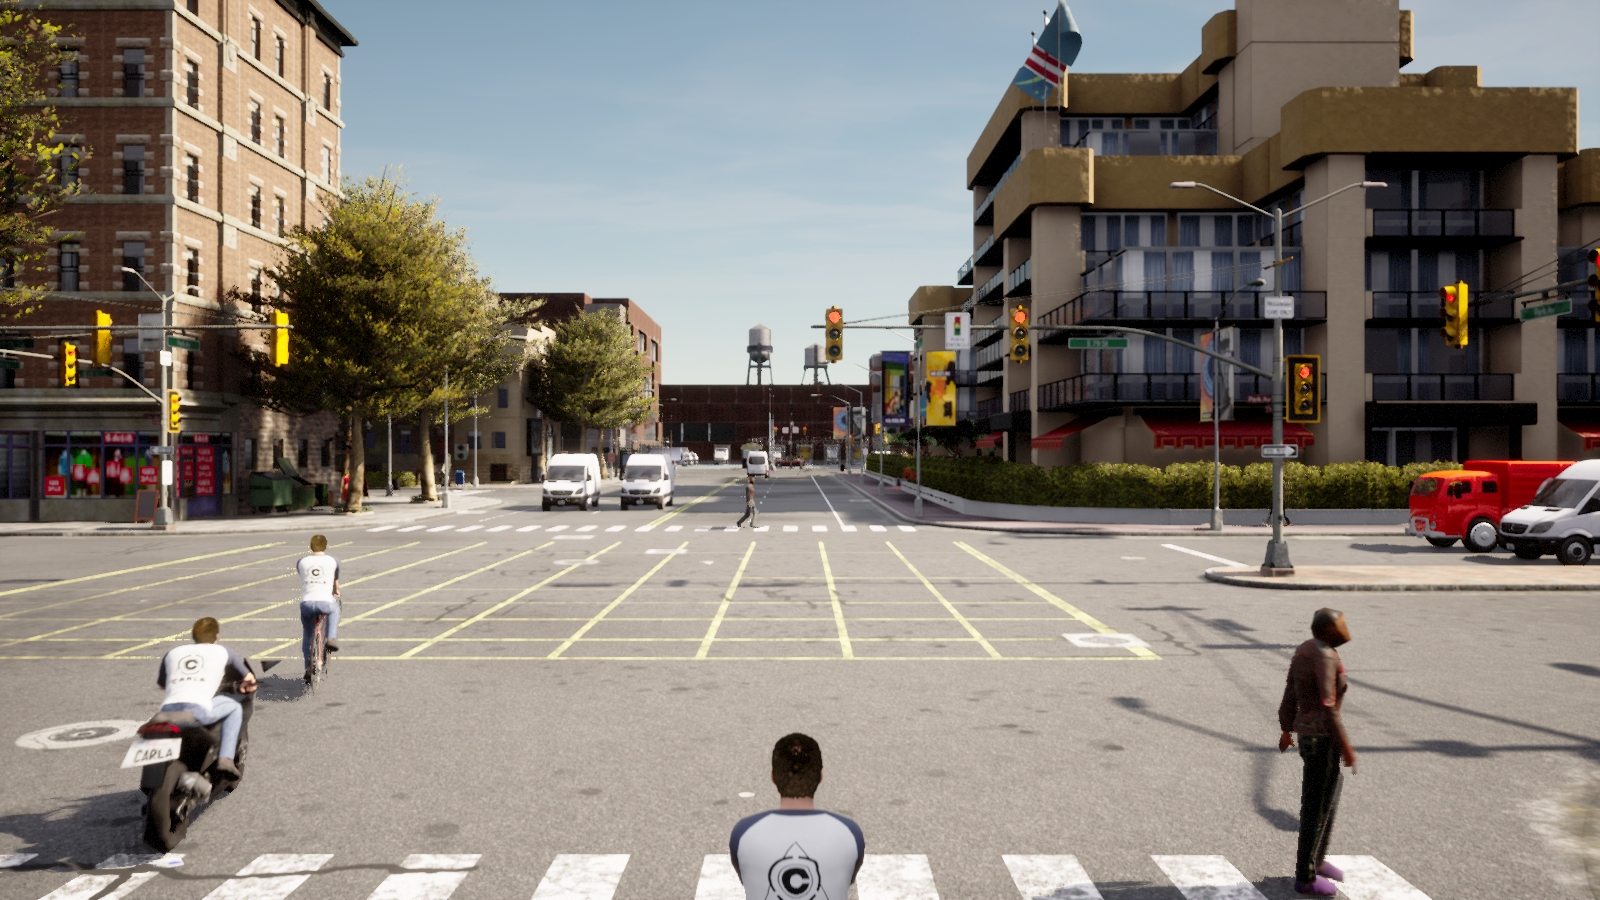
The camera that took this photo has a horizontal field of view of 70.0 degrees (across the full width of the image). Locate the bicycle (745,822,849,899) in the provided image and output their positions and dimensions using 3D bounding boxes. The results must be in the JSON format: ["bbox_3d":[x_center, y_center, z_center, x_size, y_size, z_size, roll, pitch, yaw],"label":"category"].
[{"bbox_3d":[-0.011,2.201,4.110,0.373,1.196,1.643,0,0,0],"label":"bicycle"}]

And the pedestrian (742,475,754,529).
[{"bbox_3d":[-1.797,1.812,39.690,0.375,1.860,0.375,0,0,6],"label":"pedestrian"}]

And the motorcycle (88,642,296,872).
[{"bbox_3d":[-4.480,2.204,8.607,0.803,1.145,2.033,0,0,-11],"label":"motorcycle"}]

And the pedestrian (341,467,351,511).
[{"bbox_3d":[-19.407,1.651,48.884,0.375,1.860,0.375,0,0,-19],"label":"pedestrian"}]

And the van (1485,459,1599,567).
[{"bbox_3d":[20.478,1.508,28.224,5.915,2.561,1.988,0,0,0],"label":"van"}]

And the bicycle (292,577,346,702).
[{"bbox_3d":[-5.657,2.193,13.489,0.373,1.196,1.643,0,0,-15],"label":"bicycle"}]

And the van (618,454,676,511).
[{"bbox_3d":[-7.238,1.484,54.525,1.988,2.561,5.915,0,0,0],"label":"van"}]

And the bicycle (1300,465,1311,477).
[{"bbox_3d":[51.287,2.104,116.020,0.329,1.171,1.835,0,0,1],"label":"bicycle"}]

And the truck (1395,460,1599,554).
[{"bbox_3d":[19.797,1.538,31.731,5.204,2.467,2.627,0,0,0],"label":"truck"}]

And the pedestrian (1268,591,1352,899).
[{"bbox_3d":[3.189,1.841,7.166,0.375,1.860,0.375,0,0,4],"label":"pedestrian"}]

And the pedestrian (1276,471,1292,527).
[{"bbox_3d":[16.406,1.660,38.703,0.375,1.860,0.375,0,0,0],"label":"pedestrian"}]

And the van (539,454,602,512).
[{"bbox_3d":[-10.709,1.485,53.720,1.988,2.561,5.915,0,0,-2],"label":"van"}]
